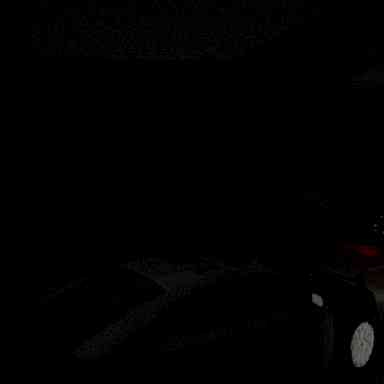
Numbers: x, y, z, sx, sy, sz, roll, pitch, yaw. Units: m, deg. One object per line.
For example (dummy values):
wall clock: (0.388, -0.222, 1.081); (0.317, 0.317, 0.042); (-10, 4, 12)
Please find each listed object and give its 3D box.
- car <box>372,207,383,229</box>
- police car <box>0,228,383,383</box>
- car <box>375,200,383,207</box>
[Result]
car: (9.971, 1.525, 15.123); (4.674, 1.442, 1.812); (0, 0, -35)
police car: (0.353, 1.425, 3.993); (5.238, 1.638, 1.930); (0, 0, -36)
car: (19.021, 1.564, 34.531); (4.181, 1.385, 1.994); (0, 0, -35)
